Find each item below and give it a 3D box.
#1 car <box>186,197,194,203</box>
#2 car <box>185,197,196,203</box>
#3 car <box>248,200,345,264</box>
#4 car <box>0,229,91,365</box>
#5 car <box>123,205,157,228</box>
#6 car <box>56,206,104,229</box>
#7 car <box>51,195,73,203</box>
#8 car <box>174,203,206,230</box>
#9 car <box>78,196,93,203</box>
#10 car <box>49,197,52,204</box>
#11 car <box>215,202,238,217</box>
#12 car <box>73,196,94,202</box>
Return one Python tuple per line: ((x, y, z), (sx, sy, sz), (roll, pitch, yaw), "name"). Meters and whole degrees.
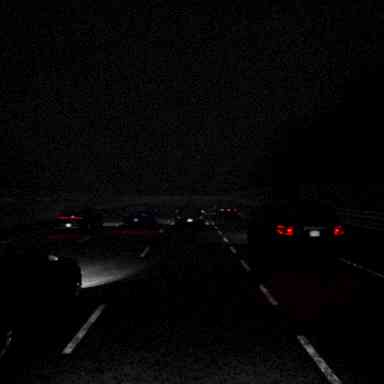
((-0.524, 2.062, 88.120), (1.882, 1.535, 5.008), (0, -1, 0), "car")
((-0.362, 1.788, 60.329), (2.033, 1.411, 5.357), (0, 0, 0), "car")
((3.518, 1.302, 12.257), (2.150, 2.045, 5.566), (0, 0, 0), "car")
((-3.444, 1.610, 5.778), (1.994, 1.385, 4.181), (0, 0, 0), "car")
((-3.547, 1.621, 23.410), (1.882, 1.535, 5.008), (0, 0, 0), "car")
((-7.034, 1.644, 21.299), (1.837, 1.490, 4.892), (0, 0, 0), "car")
((-21.369, 1.738, 56.365), (2.128, 1.511, 4.902), (0, 0, 0), "car")
((-0.139, 1.700, 22.120), (1.994, 1.385, 4.181), (0, 0, 0), "car")
((-24.965, 1.715, 77.912), (1.882, 1.535, 5.008), (0, -1, 0), "car")
((-28.424, 1.577, 70.799), (2.150, 2.045, 5.566), (0, -1, 0), "car")
((3.396, 1.715, 33.233), (2.033, 1.411, 5.357), (0, 0, 0), "car")
((-17.872, 1.718, 56.372), (1.882, 1.535, 5.008), (0, 0, 0), "car")
